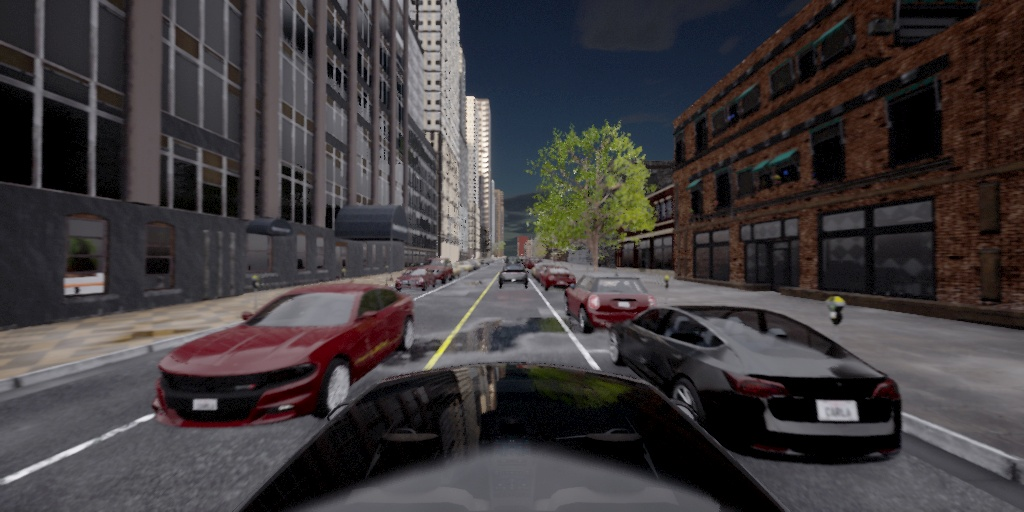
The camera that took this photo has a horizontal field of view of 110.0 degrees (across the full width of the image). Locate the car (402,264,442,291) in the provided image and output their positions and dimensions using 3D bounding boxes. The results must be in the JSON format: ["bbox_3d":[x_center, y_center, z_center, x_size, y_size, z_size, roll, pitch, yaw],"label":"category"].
[{"bbox_3d":[-5.693,1.335,21.691,1.802,1.307,4.207,0,0,0],"label":"car"}]

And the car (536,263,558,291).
[{"bbox_3d":[2.688,1.298,21.694,1.888,1.381,4.507,0,0,0],"label":"car"}]

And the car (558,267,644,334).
[{"bbox_3d":[2.690,1.192,10.600,1.967,1.591,4.097,0,0,0],"label":"car"}]

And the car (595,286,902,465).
[{"bbox_3d":[2.690,1.317,5.054,1.948,1.339,4.313,0,0,0],"label":"car"}]

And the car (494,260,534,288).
[{"bbox_3d":[0.095,1.244,24.011,2.128,1.511,4.902,0,0,0],"label":"car"}]

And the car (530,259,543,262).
[{"bbox_3d":[2.686,1.276,32.956,1.751,1.417,4.829,0,0,0],"label":"car"}]

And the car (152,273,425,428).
[{"bbox_3d":[-3.099,1.229,6.122,1.882,1.535,5.008,0,0,0],"label":"car"}]

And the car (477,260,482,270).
[{"bbox_3d":[-5.698,1.308,49.422,1.948,1.339,4.313,0,0,0],"label":"car"}]

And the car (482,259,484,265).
[{"bbox_3d":[-5.698,1.263,54.797,1.751,1.417,4.829,0,0,0],"label":"car"}]

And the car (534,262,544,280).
[{"bbox_3d":[2.687,1.334,27.240,1.802,1.307,4.207,0,0,0],"label":"car"}]

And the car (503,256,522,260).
[{"bbox_3d":[0.092,0.966,45.737,2.150,2.045,5.566,0,0,0],"label":"car"}]

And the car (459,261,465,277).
[{"bbox_3d":[-5.695,1.276,32.612,1.751,1.417,4.829,0,0,0],"label":"car"}]

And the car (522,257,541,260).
[{"bbox_3d":[2.684,1.060,43.878,2.192,1.841,5.009,0,0,0],"label":"car"}]

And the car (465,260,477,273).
[{"bbox_3d":[-5.697,1.271,43.704,1.751,1.417,4.829,0,0,0],"label":"car"}]

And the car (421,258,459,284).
[{"bbox_3d":[-5.694,1.067,27.237,2.192,1.841,5.009,0,0,0],"label":"car"}]
